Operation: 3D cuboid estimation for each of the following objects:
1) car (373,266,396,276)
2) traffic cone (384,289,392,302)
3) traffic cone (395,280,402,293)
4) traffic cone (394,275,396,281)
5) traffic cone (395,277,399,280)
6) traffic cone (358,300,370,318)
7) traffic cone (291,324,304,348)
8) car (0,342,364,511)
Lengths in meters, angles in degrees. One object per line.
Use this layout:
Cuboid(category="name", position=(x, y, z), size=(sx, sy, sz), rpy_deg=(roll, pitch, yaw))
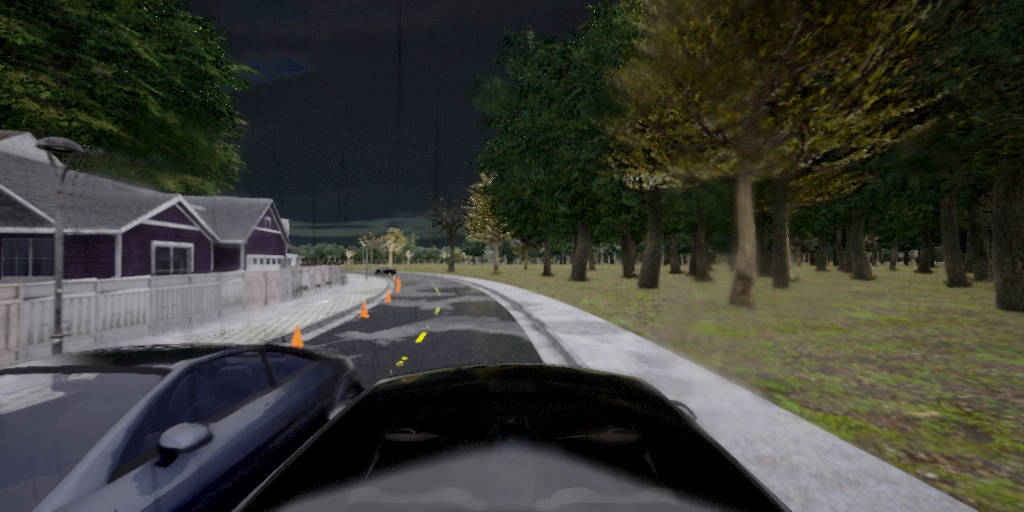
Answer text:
Cuboid(category="car", position=(-17.394, 2.018, 49.025), size=(1.895, 1.301, 4.718), rpy_deg=(0, -1, -36))
Cuboid(category="traffic cone", position=(-6.021, 1.913, 17.452), size=(0.340, 0.580, 0.340), rpy_deg=(0, 0, -11))
Cuboid(category="traffic cone", position=(-7.080, 1.976, 22.198), size=(0.340, 0.580, 0.340), rpy_deg=(0, 0, -14))
Cuboid(category="traffic cone", position=(-9.970, 2.106, 31.482), size=(0.340, 0.580, 0.340), rpy_deg=(0, 0, -20))
Cuboid(category="traffic cone", position=(-8.398, 2.040, 26.880), size=(0.340, 0.580, 0.340), rpy_deg=(0, 0, -17))
Cuboid(category="traffic cone", position=(-5.223, 1.851, 12.654), size=(0.340, 0.580, 0.340), rpy_deg=(0, 0, -8))
Cuboid(category="traffic cone", position=(-4.689, 1.789, 7.820), size=(0.340, 0.580, 0.340), rpy_deg=(0, 0, -5))
Cuboid(category="car", position=(-2.543, 1.323, 2.203), size=(1.994, 1.385, 4.181), rpy_deg=(0, -1, -1))
